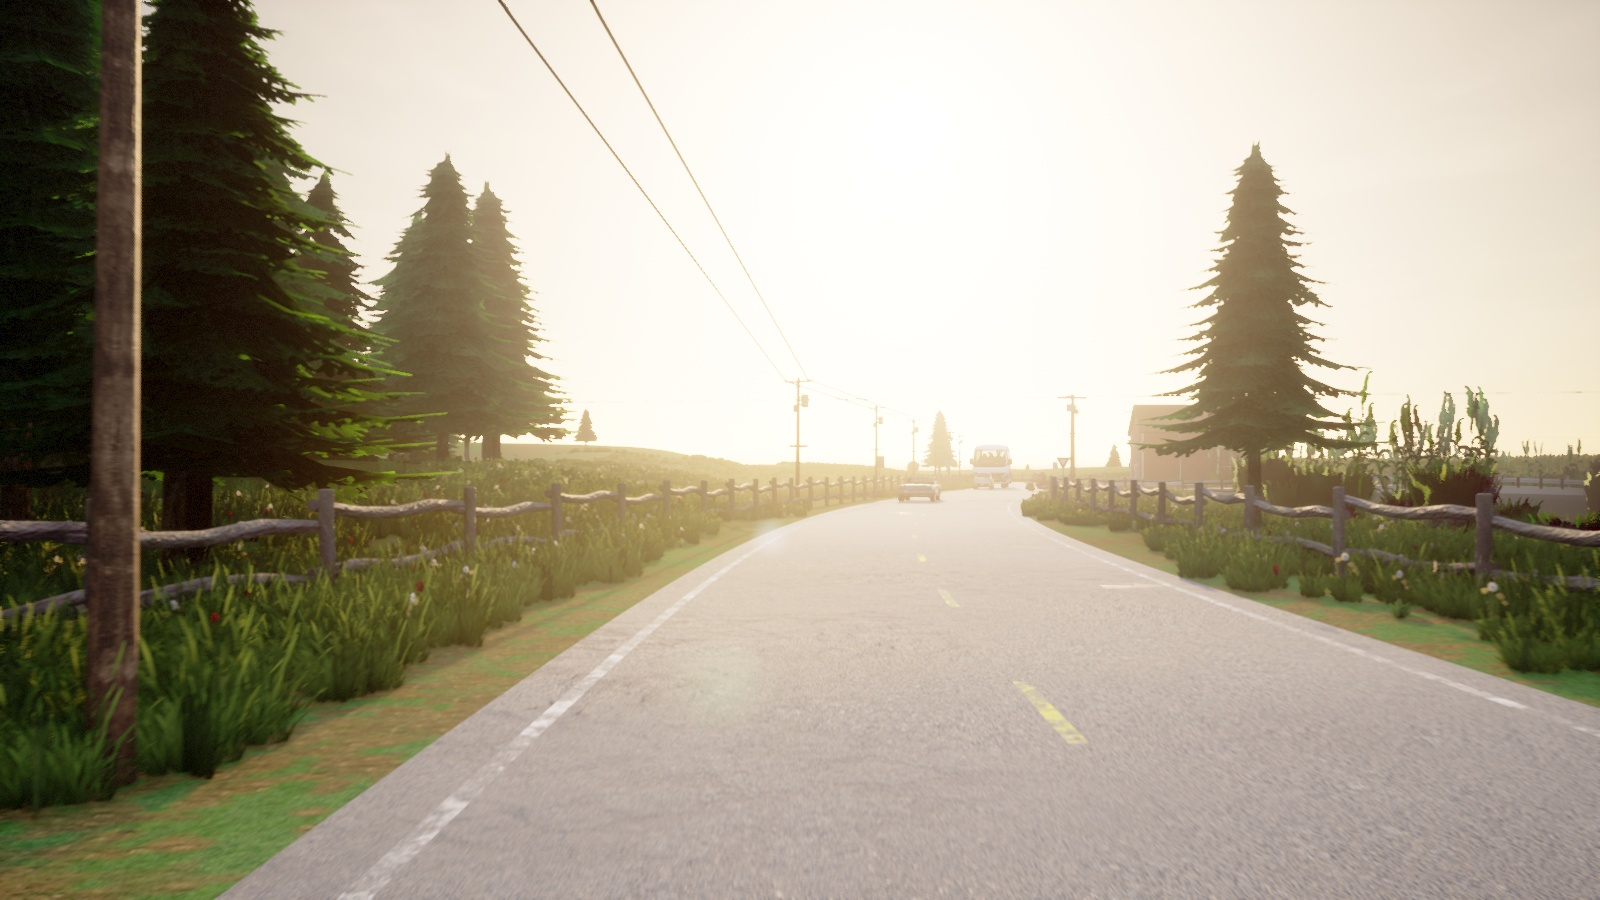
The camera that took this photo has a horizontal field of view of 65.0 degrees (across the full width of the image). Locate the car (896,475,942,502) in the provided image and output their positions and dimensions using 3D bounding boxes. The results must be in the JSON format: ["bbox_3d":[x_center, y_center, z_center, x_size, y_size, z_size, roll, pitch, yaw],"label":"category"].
[{"bbox_3d":[6.283,1.991,65.789,1.895,1.301,4.718,0,-1,12],"label":"car"}]
